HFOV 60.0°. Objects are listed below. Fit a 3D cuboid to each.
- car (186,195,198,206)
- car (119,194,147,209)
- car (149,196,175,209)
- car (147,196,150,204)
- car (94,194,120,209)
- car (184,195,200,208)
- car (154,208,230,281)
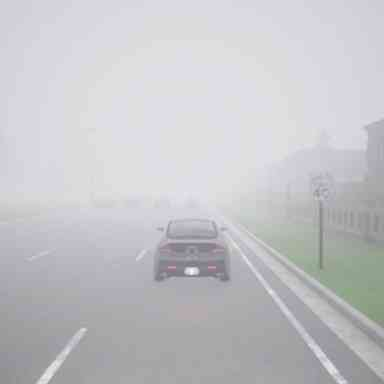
[{"bbox_3d":[-0.005,1.229,50.646,1.812,1.442,4.674,0,0,0],"label":"car"},{"bbox_3d":[-7.004,1.242,40.225,1.882,1.535,5.008,0,0,0],"label":"car"},{"bbox_3d":[-3.504,1.256,40.225,2.128,1.511,4.902,0,0,0],"label":"car"},{"bbox_3d":[-7.005,1.267,50.645,1.994,1.385,4.181,0,0,0],"label":"car"},{"bbox_3d":[-10.504,1.326,40.608,1.994,1.385,4.181,0,0,0],"label":"car"},{"bbox_3d":[-0.004,1.312,40.226,2.033,1.411,5.357,0,0,0],"label":"car"},{"bbox_3d":[-0.001,1.447,9.613,1.837,1.490,4.892,0,0,0],"label":"car"}]
